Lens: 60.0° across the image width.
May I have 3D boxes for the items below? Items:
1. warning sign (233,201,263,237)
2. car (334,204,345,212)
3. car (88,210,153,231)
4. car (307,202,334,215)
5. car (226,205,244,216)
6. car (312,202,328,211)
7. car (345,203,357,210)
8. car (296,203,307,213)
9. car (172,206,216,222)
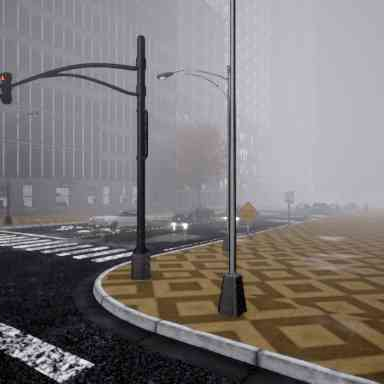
[{"bbox_3d":[3.136,1.456,18.530,1.300,1.860,1.060,1,1,33],"label":"warning sign"},{"bbox_3d":[23.803,2.643,55.840,2.033,1.411,5.357,0,-1,33],"label":"car"},{"bbox_3d":[-4.948,1.927,23.464,1.895,1.301,4.718,0,-1,33],"label":"car"},{"bbox_3d":[18.347,2.270,47.342,2.097,1.767,4.553,0,-1,33],"label":"car"},{"bbox_3d":[5.690,2.243,40.000,1.994,1.385,4.181,0,-1,33],"label":"car"},{"bbox_3d":[23.740,2.704,61.760,1.812,1.442,4.674,0,-1,34],"label":"car"},{"bbox_3d":[31.407,2.839,65.753,1.812,1.442,4.674,0,-1,33],"label":"car"},{"bbox_3d":[17.758,2.472,52.433,2.128,1.511,4.902,0,-1,33],"label":"car"},{"bbox_3d":[0.320,2.049,31.658,2.033,1.411,5.357,0,-1,33],"label":"car"}]
